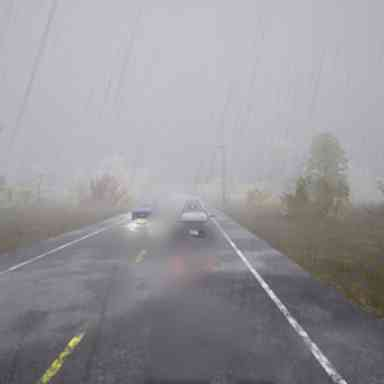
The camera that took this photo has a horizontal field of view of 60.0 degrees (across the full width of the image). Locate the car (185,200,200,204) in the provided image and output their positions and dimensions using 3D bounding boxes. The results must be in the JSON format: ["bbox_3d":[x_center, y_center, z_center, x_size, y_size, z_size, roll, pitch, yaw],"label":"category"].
[{"bbox_3d":[0.058,1.492,34.137,2.033,1.411,5.357,0,0,0],"label":"car"}]

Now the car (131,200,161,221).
[{"bbox_3d":[-3.624,1.441,26.779,1.882,1.535,5.008,0,0,0],"label":"car"}]

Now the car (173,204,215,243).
[{"bbox_3d":[0.095,1.507,15.905,1.812,1.442,4.674,0,0,0],"label":"car"}]
